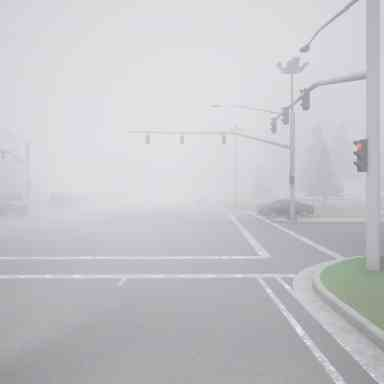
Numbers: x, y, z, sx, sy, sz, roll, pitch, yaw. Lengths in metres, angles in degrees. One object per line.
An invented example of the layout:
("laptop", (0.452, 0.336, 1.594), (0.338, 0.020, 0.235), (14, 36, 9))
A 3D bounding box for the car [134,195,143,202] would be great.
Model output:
("car", (-12.245, 1.477, 77.056), (1.882, 1.535, 5.008), (0, 0, 0))

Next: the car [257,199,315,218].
("car", (8.188, 1.493, 29.099), (4.902, 1.511, 2.128), (0, 0, -1))

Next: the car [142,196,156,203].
("car", (-8.762, 1.595, 70.842), (1.895, 1.301, 4.718), (0, 0, 0))

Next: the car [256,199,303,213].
("car", (9.525, 1.525, 36.436), (4.674, 1.442, 1.812), (0, 0, 5))

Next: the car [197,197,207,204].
("car", (1.793, 1.600, 61.235), (1.895, 1.301, 4.718), (0, 0, 0))

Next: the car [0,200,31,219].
("car", (-16.642, 1.477, 28.799), (5.008, 1.535, 1.882), (0, 0, -1))
